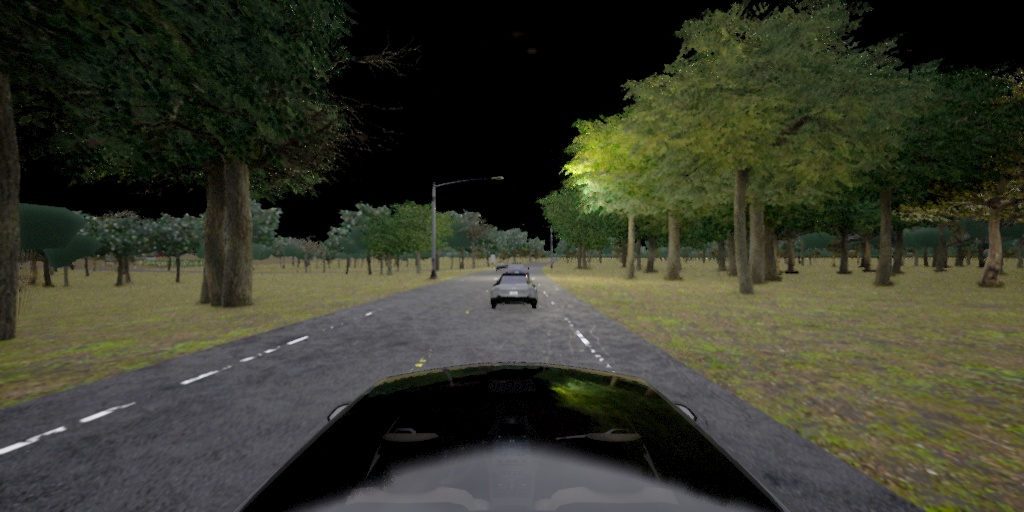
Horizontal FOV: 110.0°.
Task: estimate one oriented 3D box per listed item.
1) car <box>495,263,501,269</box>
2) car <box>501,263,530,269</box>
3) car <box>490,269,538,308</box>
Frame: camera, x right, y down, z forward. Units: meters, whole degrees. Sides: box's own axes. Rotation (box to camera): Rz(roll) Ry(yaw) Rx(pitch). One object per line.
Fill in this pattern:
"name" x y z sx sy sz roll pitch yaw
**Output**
"car" -1.683 1.853 60.817 2.033 1.411 5.357 0 -1 4
"car" 0.445 1.371 30.833 2.097 1.767 4.553 0 -1 2
"car" 0.106 1.447 16.083 1.994 1.385 4.181 0 0 1
